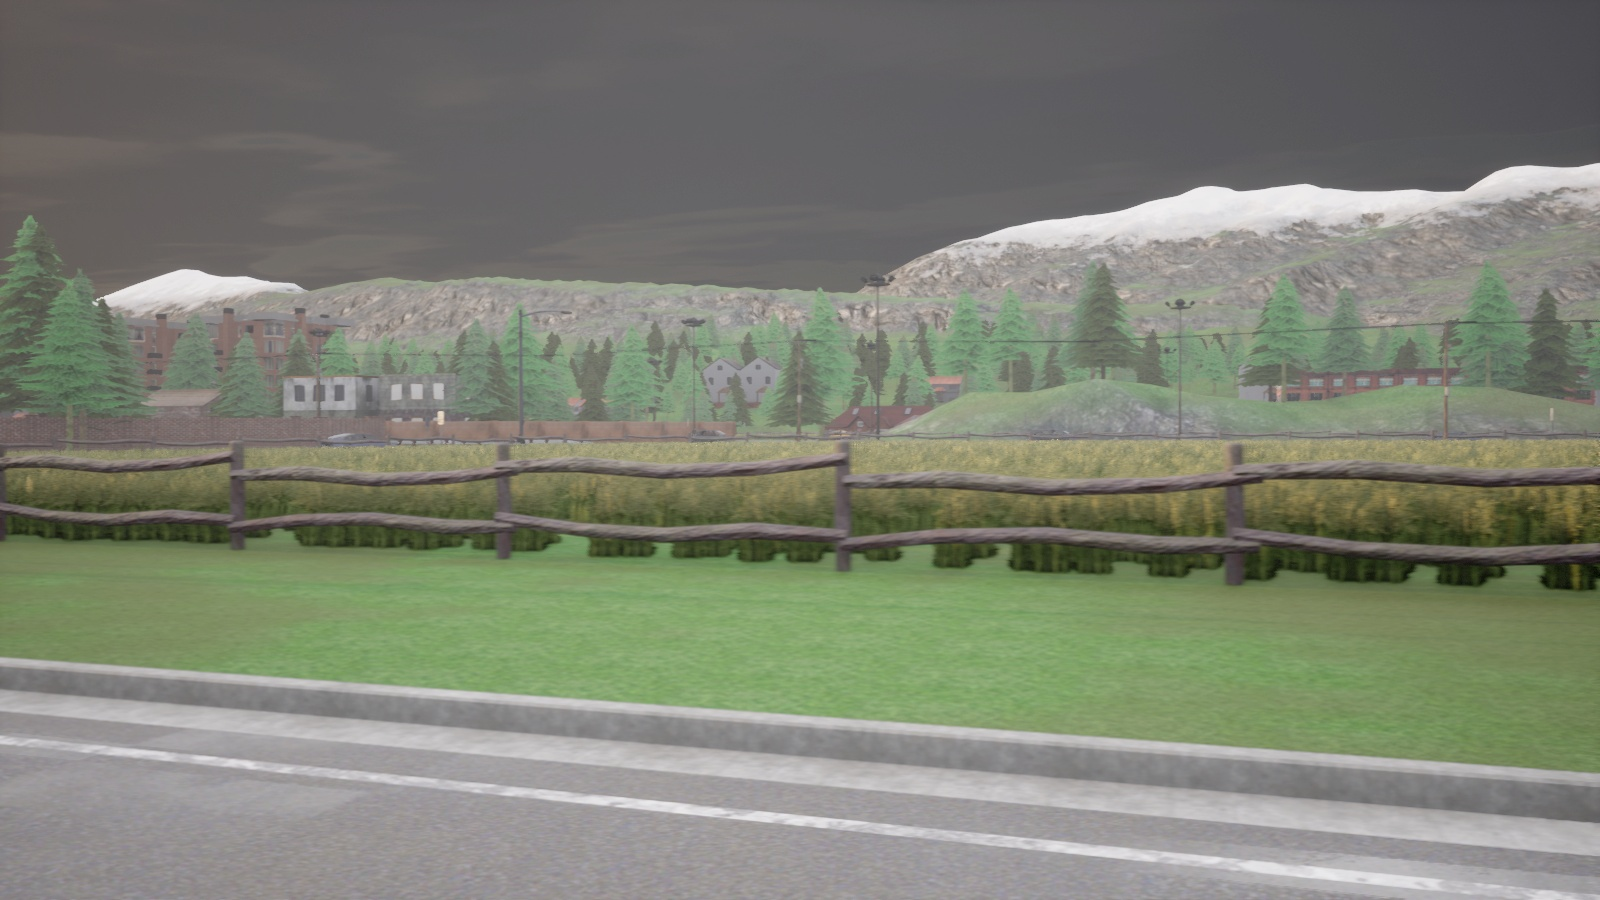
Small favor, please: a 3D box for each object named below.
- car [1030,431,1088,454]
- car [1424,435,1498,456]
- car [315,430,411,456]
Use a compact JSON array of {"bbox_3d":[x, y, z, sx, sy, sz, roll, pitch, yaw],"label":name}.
[{"bbox_3d":[18.112,-0.541,87.806,3.705,1.549,1.789,1,1,18],"label":"car"},{"bbox_3d":[45.317,-0.319,86.166,4.181,1.385,1.994,1,1,18],"label":"car"},{"bbox_3d":[-25.171,-0.429,72.488,2.163,1.488,4.792,1,1,44],"label":"car"}]
